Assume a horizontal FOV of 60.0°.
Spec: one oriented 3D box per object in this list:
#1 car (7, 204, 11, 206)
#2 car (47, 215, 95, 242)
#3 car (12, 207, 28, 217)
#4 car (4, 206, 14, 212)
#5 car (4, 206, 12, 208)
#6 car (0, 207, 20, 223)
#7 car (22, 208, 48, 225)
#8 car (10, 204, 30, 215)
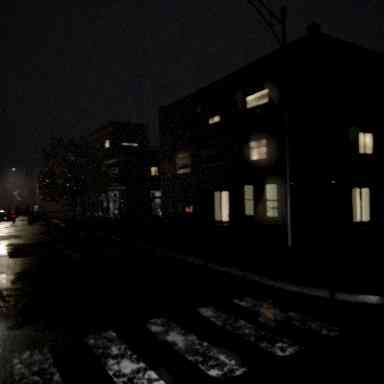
[{"bbox_3d":[-39.047,3.564,71.997,2.192,1.841,5.009,-3,0,-31],"label":"car"},{"bbox_3d":[-7.176,2.112,20.145,2.008,1.369,4.403,-3,0,-31],"label":"car"},{"bbox_3d":[-27.580,3.167,53.262,1.752,1.417,4.829,-3,0,-31],"label":"car"},{"bbox_3d":[-44.807,4.121,81.436,1.947,1.339,4.313,-3,0,-31],"label":"car"},{"bbox_3d":[-26.073,3.033,45.665,1.812,1.442,4.674,-2,-1,-31],"label":"car"},{"bbox_3d":[-20.976,2.802,37.445,1.994,1.385,4.181,-2,-1,-31],"label":"car"},{"bbox_3d":[-15.551,2.555,33.616,2.008,1.369,4.403,-3,0,-31],"label":"car"},{"bbox_3d":[-24.615,2.799,48.397,2.192,1.841,5.009,-3,0,-31],"label":"car"}]
